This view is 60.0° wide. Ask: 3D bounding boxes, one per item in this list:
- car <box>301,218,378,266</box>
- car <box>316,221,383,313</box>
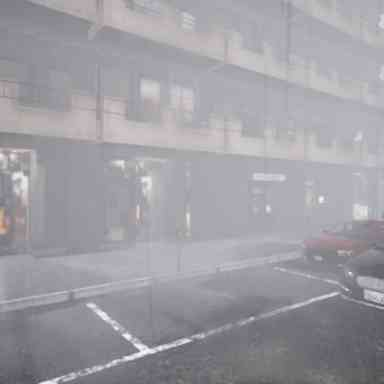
[{"bbox_3d":[5.244,1.543,10.299,4.507,1.381,1.887,0,0,-36],"label":"car"},{"bbox_3d":[5.067,1.491,6.983,4.902,1.511,2.128,0,0,-35],"label":"car"}]
